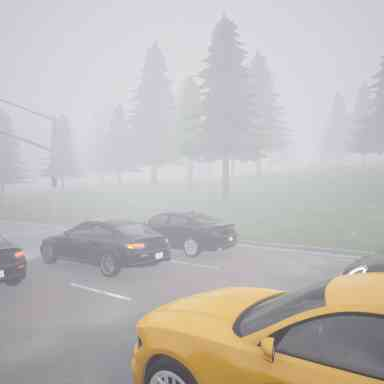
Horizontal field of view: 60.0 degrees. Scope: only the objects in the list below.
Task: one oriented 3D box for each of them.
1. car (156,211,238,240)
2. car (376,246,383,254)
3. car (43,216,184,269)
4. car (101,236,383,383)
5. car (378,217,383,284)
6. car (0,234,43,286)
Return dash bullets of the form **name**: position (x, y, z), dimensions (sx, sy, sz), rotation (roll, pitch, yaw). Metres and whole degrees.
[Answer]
- **car**: position (-0.654, 1.478, 13.022), dimensions (5.008, 1.535, 1.882), rotation (0, 0, 36)
- **car**: position (4.642, 1.352, 4.980), dimensions (4.553, 1.767, 2.097), rotation (0, 0, 36)
- **car**: position (-2.739, 1.526, 10.210), dimensions (4.674, 1.442, 1.812), rotation (0, 0, 36)
- **car**: position (1.655, 1.478, 2.812), dimensions (5.008, 1.535, 1.882), rotation (0, 0, 36)
- **car**: position (7.150, 1.478, 7.492), dimensions (5.008, 1.535, 1.882), rotation (0, 0, 35)
- **car**: position (-5.844, 1.526, 8.137), dimensions (4.674, 1.442, 1.812), rotation (0, 0, 36)
